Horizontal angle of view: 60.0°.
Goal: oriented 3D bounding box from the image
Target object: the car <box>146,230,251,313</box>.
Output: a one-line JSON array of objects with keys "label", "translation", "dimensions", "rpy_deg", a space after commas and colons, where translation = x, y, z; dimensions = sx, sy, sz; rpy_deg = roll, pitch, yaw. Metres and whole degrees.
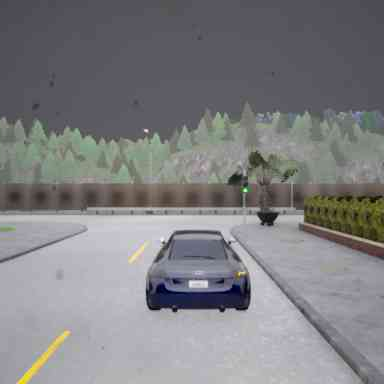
[{"label": "car", "translation": [0.117, 1.564, 7.763], "dimensions": [1.994, 1.385, 4.181], "rpy_deg": [0, 0, 0]}]
